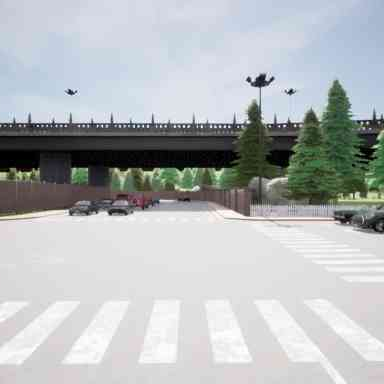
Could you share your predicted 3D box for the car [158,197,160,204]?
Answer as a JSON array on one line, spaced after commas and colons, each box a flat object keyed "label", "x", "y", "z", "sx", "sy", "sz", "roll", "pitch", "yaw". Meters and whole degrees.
[{"label": "car", "x": -7.201, "y": 1.546, "z": 64.391, "sx": 2.033, "sy": 1.411, "sz": 5.357, "roll": 0, "pitch": 0, "yaw": -3}]

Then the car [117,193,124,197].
[{"label": "car", "x": -10.579, "y": 1.221, "z": 51.526, "sx": 2.150, "sy": 2.045, "sz": 5.566, "roll": 0, "pitch": 0, "yaw": 0}]

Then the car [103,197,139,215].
[{"label": "car", "x": -7.045, "y": 1.547, "z": 33.549, "sx": 2.033, "sy": 1.411, "sz": 5.357, "roll": 0, "pitch": 0, "yaw": 0}]

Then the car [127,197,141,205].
[{"label": "car", "x": -10.672, "y": 1.563, "z": 61.517, "sx": 1.994, "sy": 1.385, "sz": 4.181, "roll": 0, "pitch": 0, "yaw": -1}]

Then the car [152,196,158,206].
[{"label": "car", "x": -7.049, "y": 1.563, "z": 53.731, "sx": 1.994, "sy": 1.385, "sz": 4.181, "roll": 0, "pitch": 0, "yaw": 0}]

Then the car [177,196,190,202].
[{"label": "car", "x": -1.912, "y": 1.551, "z": 75.186, "sx": 1.994, "sy": 1.385, "sz": 4.181, "roll": 0, "pitch": 0, "yaw": -19}]

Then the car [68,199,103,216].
[{"label": "car", "x": -10.573, "y": 1.525, "z": 32.895, "sx": 1.812, "sy": 1.442, "sz": 4.674, "roll": 0, "pitch": 0, "yaw": 0}]

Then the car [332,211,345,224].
[{"label": "car", "x": 11.984, "y": 1.545, "z": 22.169, "sx": 4.718, "sy": 1.301, "sz": 1.895, "roll": 0, "pitch": 0, "yaw": 2}]

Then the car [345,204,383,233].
[{"label": "car", "x": 11.480, "y": 1.296, "z": 18.661, "sx": 4.553, "sy": 1.767, "sz": 2.097, "roll": 0, "pitch": 0, "yaw": 2}]

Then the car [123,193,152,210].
[{"label": "car", "x": -7.048, "y": 1.221, "z": 43.723, "sx": 2.150, "sy": 2.045, "sz": 5.566, "roll": 0, "pitch": 0, "yaw": 0}]
